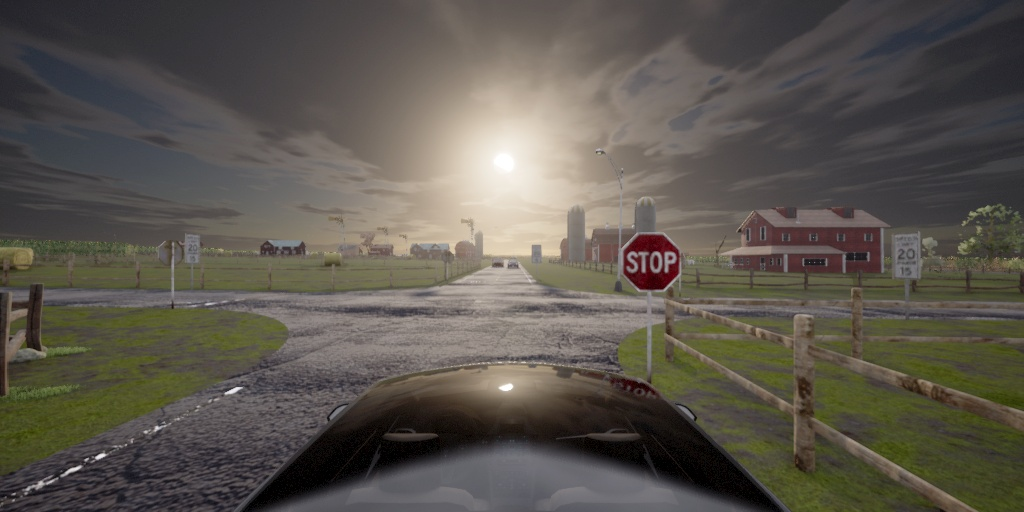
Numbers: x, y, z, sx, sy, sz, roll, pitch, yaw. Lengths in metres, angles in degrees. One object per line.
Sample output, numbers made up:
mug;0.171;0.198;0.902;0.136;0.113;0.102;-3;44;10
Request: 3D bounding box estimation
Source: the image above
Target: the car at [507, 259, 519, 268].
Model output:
car;0.187;1.387;61.564;1.895;1.301;4.718;0;0;0
